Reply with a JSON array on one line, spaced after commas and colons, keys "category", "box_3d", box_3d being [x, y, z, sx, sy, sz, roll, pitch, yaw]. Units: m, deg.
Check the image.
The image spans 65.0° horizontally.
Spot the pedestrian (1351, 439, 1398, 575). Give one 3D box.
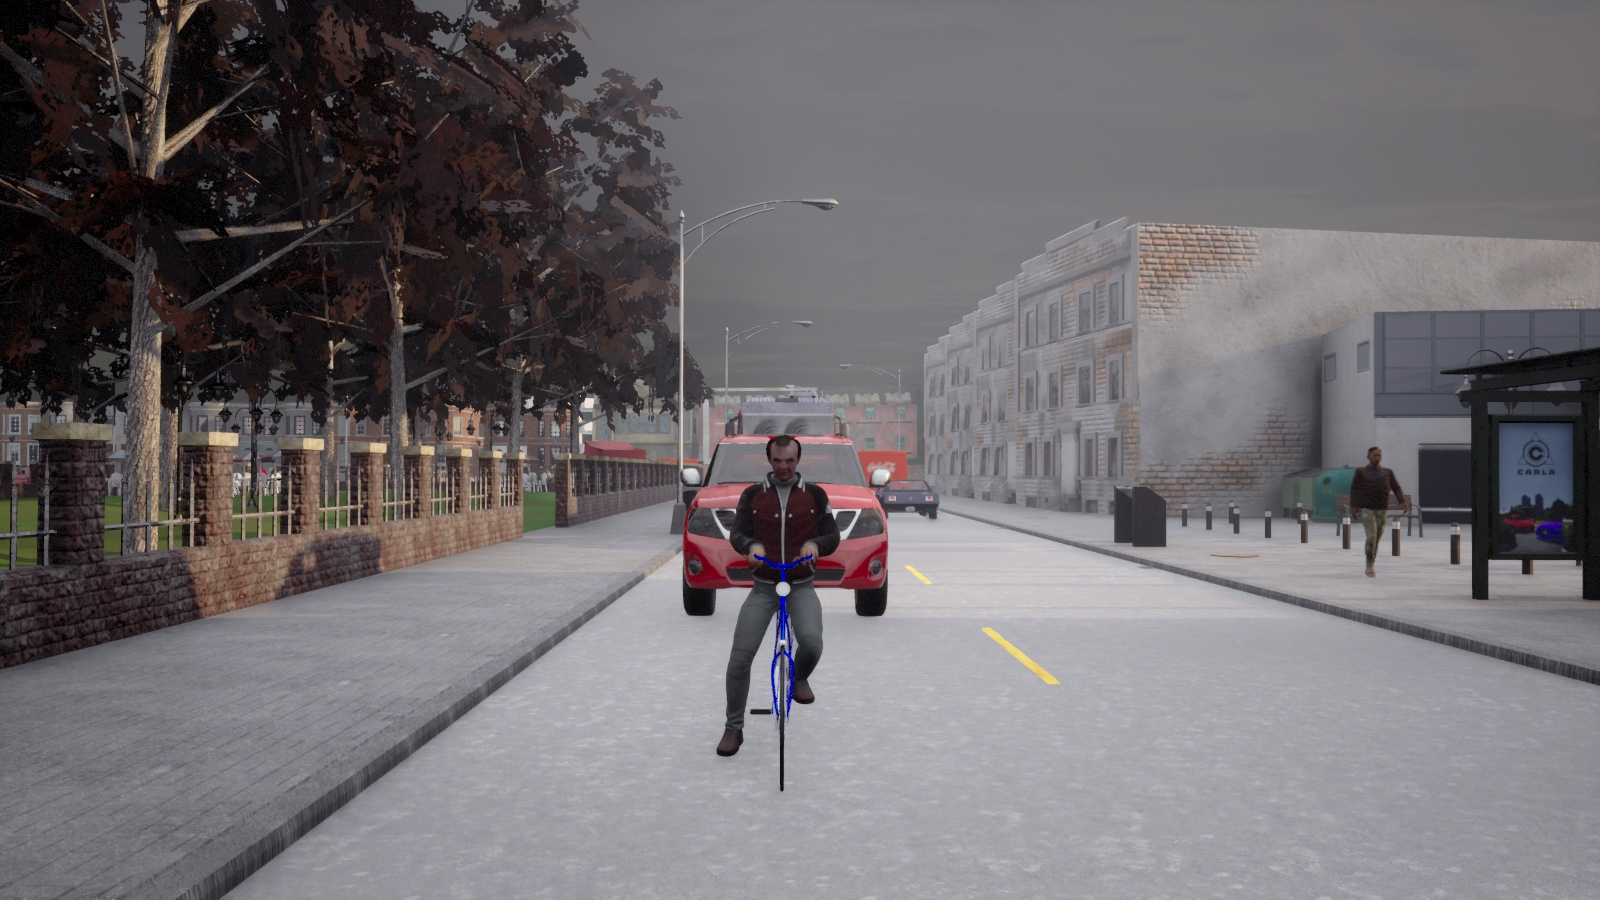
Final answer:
[{"category": "pedestrian", "box_3d": [7.957, 0.782, 17.400, 0.431, 1.840, 0.703, 0, -1, 12]}]

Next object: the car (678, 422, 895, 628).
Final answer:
[{"category": "car", "box_3d": [-0.171, 0.791, 15.308, 2.150, 2.045, 5.566, 0, -1, -1]}]

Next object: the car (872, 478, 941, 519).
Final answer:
[{"category": "car", "box_3d": [3.558, 1.618, 42.834, 1.895, 1.301, 4.718, 0, -1, -1]}]

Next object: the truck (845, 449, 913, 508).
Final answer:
[{"category": "truck", "box_3d": [3.416, 1.243, 55.438, 2.627, 2.467, 5.204, 0, -1, -1]}]

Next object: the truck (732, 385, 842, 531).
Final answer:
[{"category": "truck", "box_3d": [-0.389, 0.278, 37.431, 2.891, 3.827, 8.468, 0, -1, -1]}]

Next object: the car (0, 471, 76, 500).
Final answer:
[{"category": "car", "box_3d": [-46.049, 2.109, 75.599, 2.242, 1.667, 4.611, 0, -1, -1]}]

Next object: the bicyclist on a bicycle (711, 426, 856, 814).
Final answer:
[{"category": "bicyclist on a bicycle", "box_3d": [-0.083, 0.798, 6.689, 0.659, 1.776, 1.843, 0, -1, -1]}]
